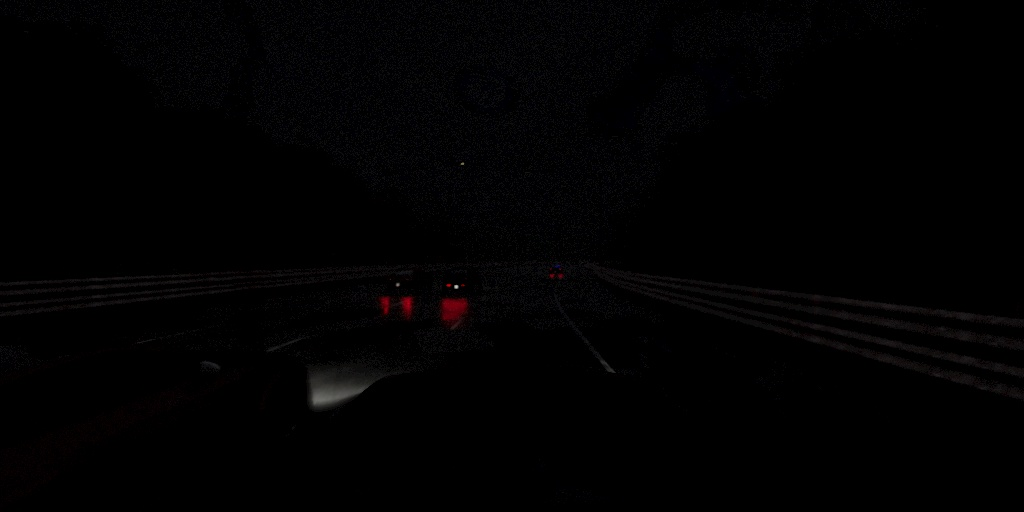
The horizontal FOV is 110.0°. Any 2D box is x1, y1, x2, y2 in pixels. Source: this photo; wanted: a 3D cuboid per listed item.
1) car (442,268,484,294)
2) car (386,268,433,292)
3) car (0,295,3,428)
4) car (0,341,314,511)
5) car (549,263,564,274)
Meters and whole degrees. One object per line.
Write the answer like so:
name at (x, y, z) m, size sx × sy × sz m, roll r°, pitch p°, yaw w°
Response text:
car at (-2.897, 1.436, 21.758) m, size 1.837 × 1.490 × 4.892 m, roll 0°, pitch -1°, yaw 3°
car at (-6.347, 1.453, 22.595) m, size 1.812 × 1.442 × 4.674 m, roll 0°, pitch -1°, yaw 3°
car at (-6.878, 1.201, 1.668) m, size 1.882 × 1.535 × 5.008 m, roll 0°, pitch -1°, yaw 0°
car at (-3.371, 1.309, 2.611) m, size 1.994 × 1.385 × 4.181 m, roll 0°, pitch -1°, yaw 0°
car at (6.147, 1.851, 50.046) m, size 1.895 × 1.301 × 4.718 m, roll 0°, pitch -1°, yaw 9°
